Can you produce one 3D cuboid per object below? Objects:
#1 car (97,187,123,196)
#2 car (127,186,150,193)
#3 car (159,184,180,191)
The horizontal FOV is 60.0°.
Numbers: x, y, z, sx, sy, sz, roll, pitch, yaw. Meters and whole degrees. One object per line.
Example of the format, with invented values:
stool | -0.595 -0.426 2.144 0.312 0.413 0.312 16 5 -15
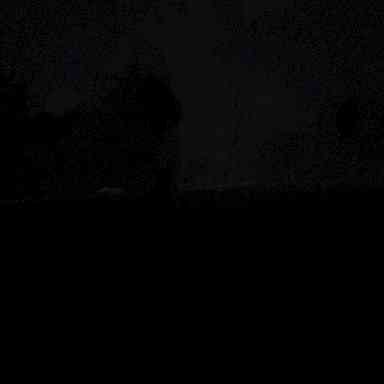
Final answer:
car | -13.520 -0.184 54.953 1.812 1.442 4.674 0 3 35
car | -10.372 -0.542 64.880 1.895 1.301 4.718 0 3 33
car | -4.695 -0.930 68.200 2.033 1.411 5.357 0 3 32
